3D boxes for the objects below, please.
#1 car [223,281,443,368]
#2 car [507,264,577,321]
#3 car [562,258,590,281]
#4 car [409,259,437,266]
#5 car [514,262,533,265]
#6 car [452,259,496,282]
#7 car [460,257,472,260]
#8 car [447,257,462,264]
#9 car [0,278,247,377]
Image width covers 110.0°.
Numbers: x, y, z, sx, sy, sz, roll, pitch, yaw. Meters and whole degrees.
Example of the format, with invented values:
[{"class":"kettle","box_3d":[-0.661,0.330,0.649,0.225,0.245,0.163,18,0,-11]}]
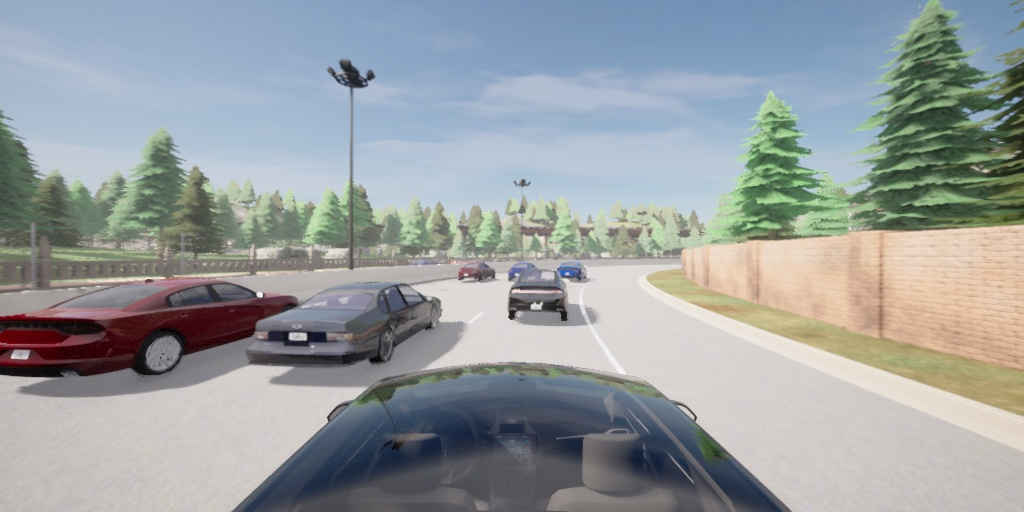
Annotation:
[{"class":"car","box_3d":[-3.074,1.270,7.977,2.033,1.411,5.357,0,0,4]},{"class":"car","box_3d":[0.989,1.221,12.527,2.128,1.511,4.902,0,0,7]},{"class":"car","box_3d":[4.980,1.184,29.480,1.882,1.535,5.008,0,0,18]},{"class":"car","box_3d":[-11.328,1.126,45.683,1.812,1.442,4.674,0,0,24]},{"class":"car","box_3d":[1.036,1.217,28.692,1.812,1.442,4.674,0,0,17]},{"class":"car","box_3d":[-2.704,1.202,28.410,1.812,1.442,4.674,0,0,17]},{"class":"car","box_3d":[-3.985,1.180,45.051,2.033,1.411,5.357,0,0,26]},{"class":"car","box_3d":[-6.679,0.966,47.384,2.097,1.767,4.553,0,0,27]},{"class":"car","box_3d":[-6.568,1.187,7.363,1.882,1.535,5.008,0,0,3]}]
